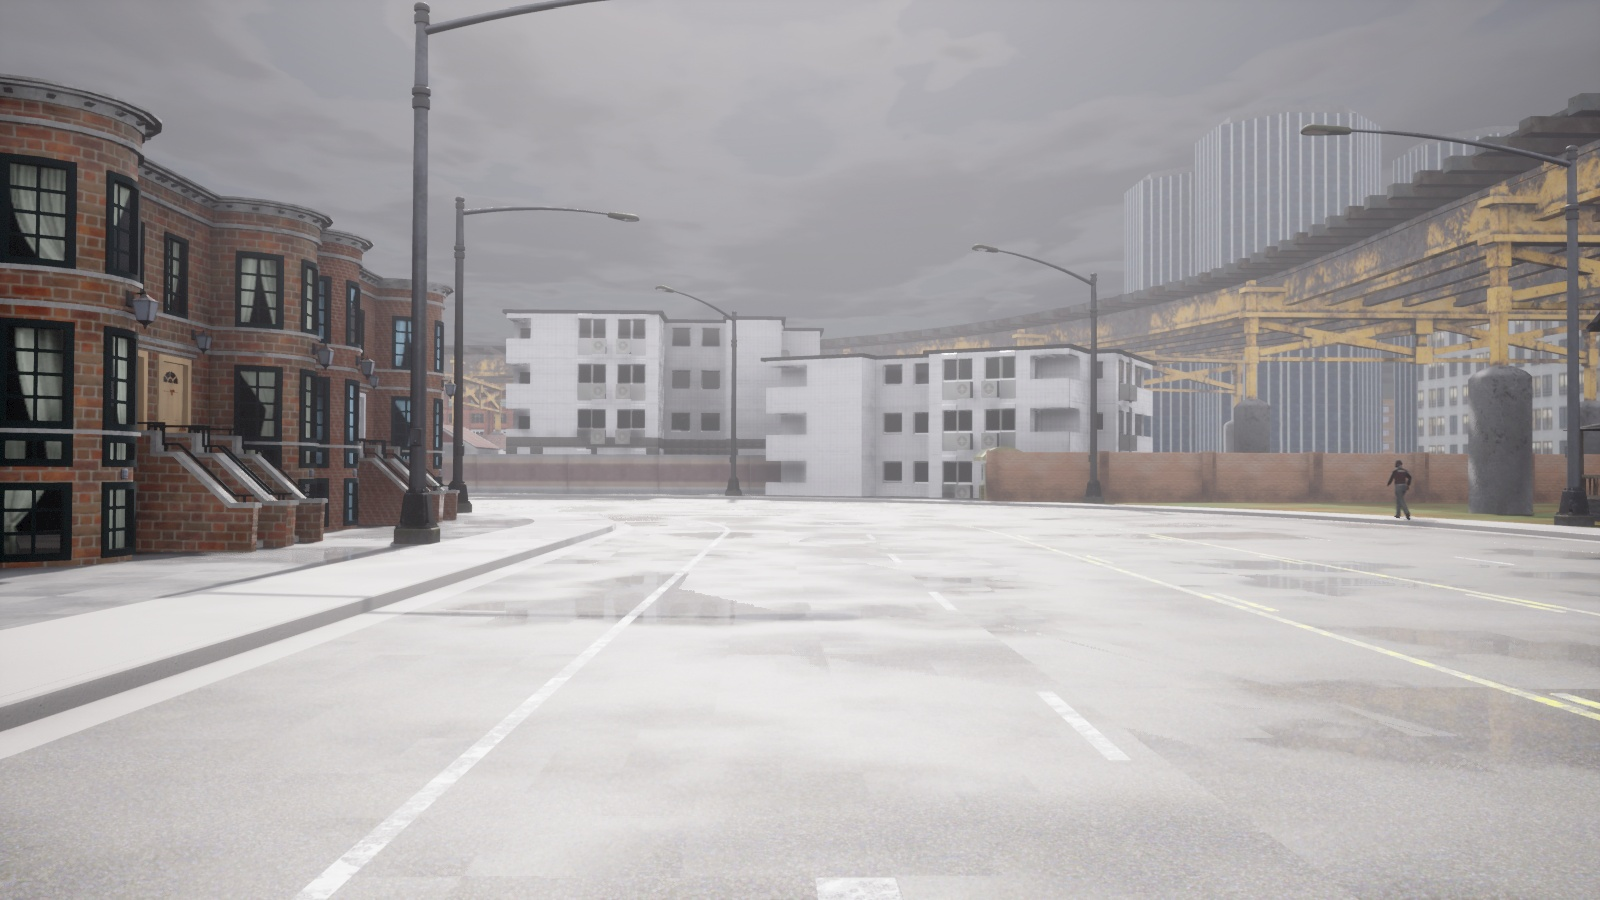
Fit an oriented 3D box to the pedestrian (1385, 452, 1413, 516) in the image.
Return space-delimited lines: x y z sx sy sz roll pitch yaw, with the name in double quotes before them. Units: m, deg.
"pedestrian" 18.330 1.040 38.435 0.402 1.930 0.666 0 -1 -14
